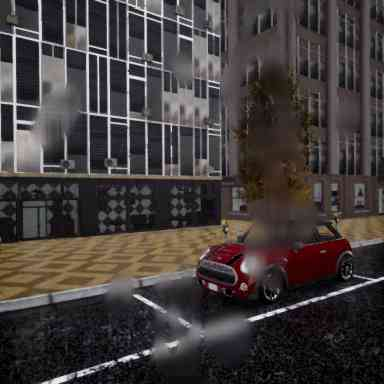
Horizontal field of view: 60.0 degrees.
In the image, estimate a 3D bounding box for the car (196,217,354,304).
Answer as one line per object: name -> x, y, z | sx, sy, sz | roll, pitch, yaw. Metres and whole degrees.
car -> 2.054, 1.439, 8.035 | 4.097, 1.590, 1.967 | 0, -1, -35
